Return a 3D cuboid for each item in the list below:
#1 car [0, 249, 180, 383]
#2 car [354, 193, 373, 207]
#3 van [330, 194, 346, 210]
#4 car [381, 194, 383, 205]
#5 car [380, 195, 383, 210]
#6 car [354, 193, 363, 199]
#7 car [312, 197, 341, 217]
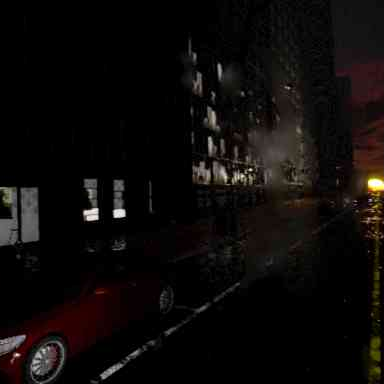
[{"bbox_3d":[-1.747,1.698,5.574,1.802,1.307,4.206,-2,-1,29],"label":"car"},{"bbox_3d":[22.488,1.055,43.552,2.097,1.767,4.553,-2,-1,29],"label":"car"},{"bbox_3d":[17.645,1.176,40.383,1.690,1.788,3.998,-2,-1,29],"label":"van"},{"bbox_3d":[28.482,1.051,48.138,1.837,1.490,4.892,-2,-1,29],"label":"car"},{"bbox_3d":[22.202,1.177,36.816,1.812,1.442,4.674,-2,-1,30],"label":"car"},{"bbox_3d":[42.591,0.937,85.134,1.887,1.381,4.507,-2,0,29],"label":"car"},{"bbox_3d":[12.109,1.472,30.436,2.008,1.369,4.403,-2,-1,29],"label":"car"}]
